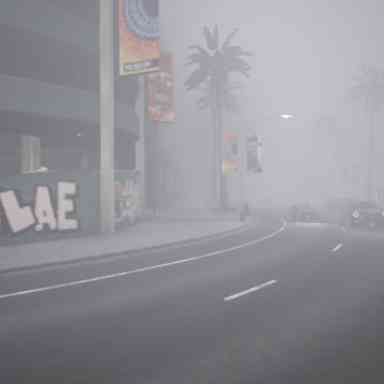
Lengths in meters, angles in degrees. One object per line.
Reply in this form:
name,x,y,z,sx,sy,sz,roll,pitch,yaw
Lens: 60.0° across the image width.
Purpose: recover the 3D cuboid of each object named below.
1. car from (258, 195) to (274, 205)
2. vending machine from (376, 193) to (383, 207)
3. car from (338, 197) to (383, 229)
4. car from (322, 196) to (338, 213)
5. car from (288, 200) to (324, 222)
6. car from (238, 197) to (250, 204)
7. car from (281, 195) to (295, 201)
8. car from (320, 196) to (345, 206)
car,13.777,1.690,62.865,1.895,1.301,4.718,0,0,2
vending machine,27.901,1.153,49.060,1.100,2.100,0.880,0,0,1
car,11.175,1.342,21.688,2.097,1.767,4.553,-1,0,16
car,16.777,1.349,37.511,2.097,1.767,4.553,0,0,2
car,8.751,1.580,26.275,1.994,1.385,4.181,0,0,10
car,10.379,1.665,67.127,1.994,1.385,4.181,0,0,1
car,24.365,1.429,85.972,2.185,1.767,4.553,0,0,1
car,23.757,1.483,56.603,2.231,1.521,4.892,0,0,1
